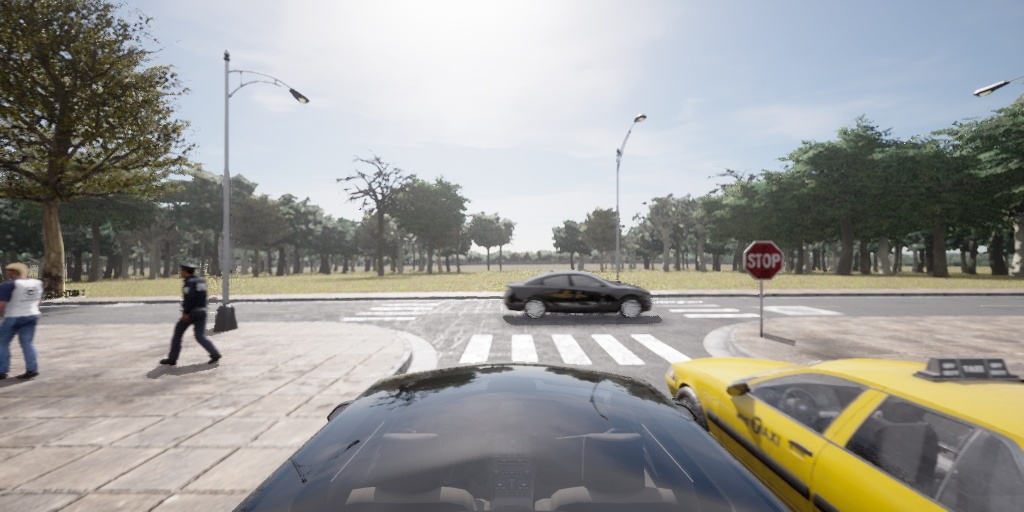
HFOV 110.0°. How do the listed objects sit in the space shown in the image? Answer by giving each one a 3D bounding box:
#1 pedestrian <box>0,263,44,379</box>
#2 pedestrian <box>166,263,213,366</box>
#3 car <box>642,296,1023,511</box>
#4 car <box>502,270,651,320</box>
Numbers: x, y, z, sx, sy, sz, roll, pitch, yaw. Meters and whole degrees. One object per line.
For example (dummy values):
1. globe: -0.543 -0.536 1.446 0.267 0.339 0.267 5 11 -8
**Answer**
1. pedestrian: -7.774 0.978 5.595 0.375 1.860 0.375 0 0 0
2. pedestrian: -5.560 0.949 6.192 0.375 1.860 0.375 0 0 0
3. car: 2.636 1.278 2.338 1.751 1.417 4.829 0 0 0
4. car: 2.176 1.250 12.306 5.008 1.535 1.882 0 0 0
